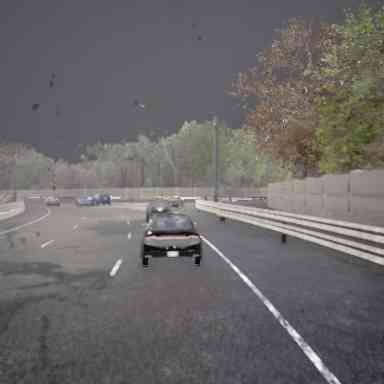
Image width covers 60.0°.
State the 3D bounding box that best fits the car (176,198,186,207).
[{"bbox_3d":[-2.220,1.484,44.626,1.882,1.535,5.008,-1,0,13],"label":"car"}]

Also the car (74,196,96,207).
[{"bbox_3d":[-17.084,1.614,51.990,2.033,1.411,5.357,0,0,-29],"label":"car"}]

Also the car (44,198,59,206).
[{"bbox_3d":[-23.993,1.659,56.807,1.994,1.385,4.181,0,0,-32],"label":"car"}]

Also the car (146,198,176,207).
[{"bbox_3d":[-2.678,1.361,27.262,2.097,1.767,4.553,0,0,-7],"label":"car"}]

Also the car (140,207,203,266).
[{"bbox_3d":[-0.766,1.494,11.593,2.128,1.511,4.902,0,0,-6],"label":"car"}]

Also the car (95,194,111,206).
[{"bbox_3d":[-15.263,1.281,55.848,2.150,2.045,5.566,0,0,-29],"label":"car"}]
